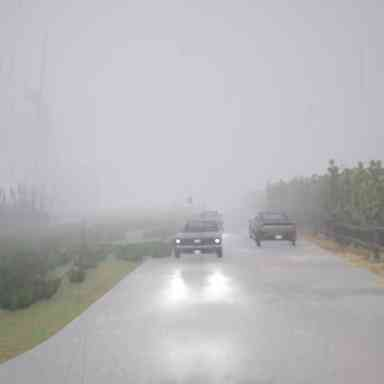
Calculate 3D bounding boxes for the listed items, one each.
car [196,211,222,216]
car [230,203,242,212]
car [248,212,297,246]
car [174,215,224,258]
[{"bbox_3d":[1.296,2.071,24.206,1.994,1.385,4.181,-1,-1,5],"label":"car"},{"bbox_3d":[7.476,2.584,56.379,1.812,1.442,4.674,-1,-1,5],"label":"car"},{"bbox_3d":[3.946,1.773,16.755,2.128,1.511,4.902,-1,-1,5],"label":"car"},{"bbox_3d":[0.398,1.914,14.287,1.895,1.301,4.718,-1,-1,5],"label":"car"}]
